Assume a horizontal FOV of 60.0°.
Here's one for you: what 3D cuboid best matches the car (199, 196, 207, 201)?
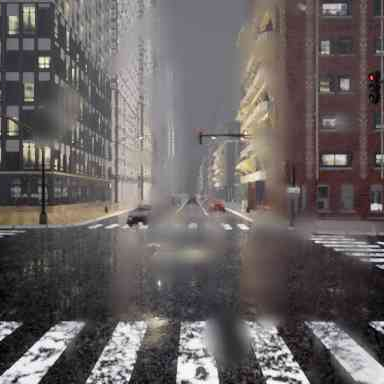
[{"bbox_3d":[2.683,1.622,83.981,1.802,1.307,4.206,0,0,0],"label":"car"}]

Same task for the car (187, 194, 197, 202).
[{"bbox_3d":[-0.005,1.215,69.743,2.097,1.767,4.553,0,0,0],"label":"car"}]

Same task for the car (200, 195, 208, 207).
[{"bbox_3d":[2.687,1.565,50.090,2.008,1.369,4.403,0,0,0],"label":"car"}]

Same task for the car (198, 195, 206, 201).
[{"bbox_3d":[2.683,1.487,89.630,1.967,1.590,4.097,0,0,0],"label":"car"}]

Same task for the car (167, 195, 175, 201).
[{"bbox_3d":[-5.698,1.591,89.629,1.887,1.381,4.507,0,0,0],"label":"car"}]

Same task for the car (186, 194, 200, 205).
[{"bbox_3d":[-0.004,1.546,59.771,1.812,1.442,4.674,0,0,0],"label":"car"}]

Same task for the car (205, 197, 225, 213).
[{"bbox_3d":[2.739,1.589,37.172,1.802,1.307,4.206,0,0,0],"label":"car"}]

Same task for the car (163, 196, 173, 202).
[{"bbox_3d":[-5.696,1.586,78.331,2.008,1.369,4.403,0,0,0],"label":"car"}]

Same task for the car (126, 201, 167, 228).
[{"bbox_3d":[-3.079,1.542,22.613,2.033,1.411,5.357,0,0,0],"label":"car"}]

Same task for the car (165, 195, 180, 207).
[{"bbox_3d":[-3.070,1.516,47.766,1.837,1.490,4.892,0,0,0],"label":"car"}]

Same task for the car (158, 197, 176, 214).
[{"bbox_3d":[-3.095,1.568,34.695,1.994,1.385,4.181,0,0,0],"label":"car"}]

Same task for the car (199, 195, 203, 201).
[{"bbox_3d":[2.687,1.568,55.738,2.008,1.369,4.403,0,0,0],"label":"car"}]
